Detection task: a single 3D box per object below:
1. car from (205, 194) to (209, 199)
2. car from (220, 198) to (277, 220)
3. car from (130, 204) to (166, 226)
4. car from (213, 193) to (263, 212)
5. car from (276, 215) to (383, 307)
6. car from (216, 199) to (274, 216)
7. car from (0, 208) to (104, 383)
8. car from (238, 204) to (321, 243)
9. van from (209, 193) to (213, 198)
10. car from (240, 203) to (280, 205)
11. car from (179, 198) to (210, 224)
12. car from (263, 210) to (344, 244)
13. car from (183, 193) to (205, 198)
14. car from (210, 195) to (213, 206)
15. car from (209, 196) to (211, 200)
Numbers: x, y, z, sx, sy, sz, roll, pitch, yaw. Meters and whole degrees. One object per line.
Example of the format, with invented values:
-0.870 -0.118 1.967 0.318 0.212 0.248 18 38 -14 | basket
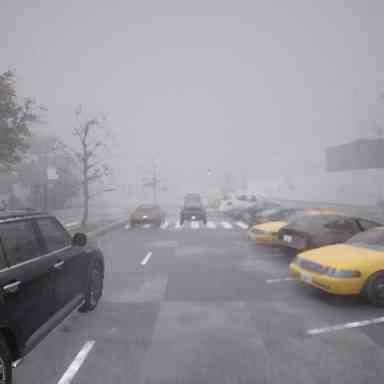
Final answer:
4.884 1.467 46.600 5.366 1.575 1.946 1 0 -20 | car
5.072 1.430 25.786 4.892 1.521 2.231 1 0 -20 | car
-2.907 1.501 22.578 1.994 1.385 4.181 0 0 0 | car
5.091 1.178 28.788 5.566 2.045 2.435 1 0 -20 | car
4.894 1.465 7.831 5.366 1.575 1.946 1 1 -20 | car
5.067 1.433 31.752 5.008 1.535 2.097 1 0 -20 | car
-2.887 1.210 4.513 2.150 2.045 5.566 0 0 0 | car
4.893 1.441 13.797 5.366 1.575 1.946 1 0 -20 | car
4.952 1.236 43.642 4.442 1.987 1.878 1 0 -20 | van
5.061 1.479 16.846 4.674 1.452 2.002 1 0 -20 | car
0.093 1.441 24.381 1.837 1.490 4.892 0 0 0 | car
5.093 1.488 10.893 4.792 1.488 2.163 1 0 -20 | car
0.089 1.186 41.331 2.150 2.045 5.566 0 0 0 | car
5.233 1.445 37.785 5.366 1.575 1.946 1 0 -20 | car
5.084 1.484 40.715 4.792 1.488 2.163 1 0 -20 | car
